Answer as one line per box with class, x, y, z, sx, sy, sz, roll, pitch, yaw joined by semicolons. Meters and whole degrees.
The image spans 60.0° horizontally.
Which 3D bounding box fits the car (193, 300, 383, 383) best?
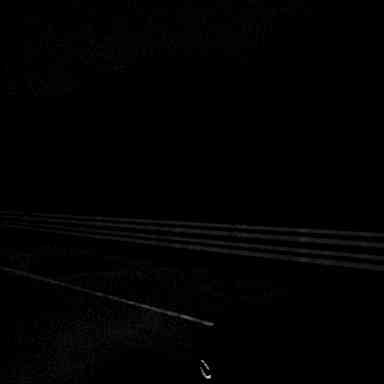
car;2.302;1.489;2.324;5.008;1.535;1.882;0;0;35
